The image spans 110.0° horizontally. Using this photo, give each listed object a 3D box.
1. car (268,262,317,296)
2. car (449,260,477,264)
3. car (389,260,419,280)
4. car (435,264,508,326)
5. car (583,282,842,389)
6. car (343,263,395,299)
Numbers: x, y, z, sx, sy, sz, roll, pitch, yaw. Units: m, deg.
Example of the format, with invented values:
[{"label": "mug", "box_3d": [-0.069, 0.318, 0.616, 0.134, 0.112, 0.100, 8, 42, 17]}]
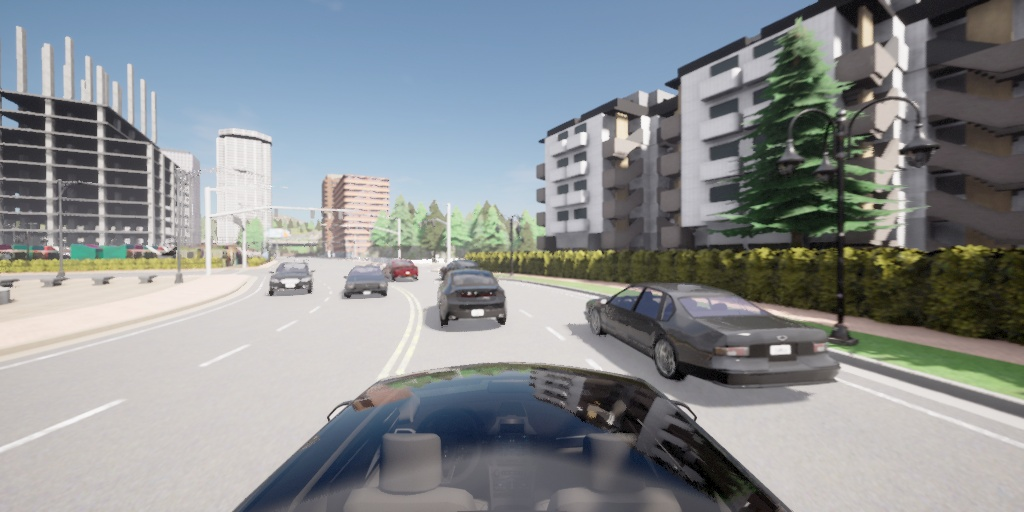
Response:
[{"label": "car", "box_3d": [-11.499, 1.104, 18.891, 2.128, 1.511, 4.902, -1, 1, -28]}, {"label": "car", "box_3d": [-3.706, 1.022, 26.011, 1.882, 1.535, 5.008, -1, 1, -29]}, {"label": "car", "box_3d": [-8.674, 1.040, 27.572, 1.882, 1.535, 5.008, -1, 1, -31]}, {"label": "car", "box_3d": [-1.394, 1.172, 11.419, 1.837, 1.490, 4.892, 0, 0, -13]}, {"label": "car", "box_3d": [3.098, 1.225, 7.078, 2.033, 1.411, 5.357, 0, 1, -8]}, {"label": "car", "box_3d": [-7.304, 1.193, 17.971, 2.033, 1.411, 5.357, -1, 1, -23]}]
